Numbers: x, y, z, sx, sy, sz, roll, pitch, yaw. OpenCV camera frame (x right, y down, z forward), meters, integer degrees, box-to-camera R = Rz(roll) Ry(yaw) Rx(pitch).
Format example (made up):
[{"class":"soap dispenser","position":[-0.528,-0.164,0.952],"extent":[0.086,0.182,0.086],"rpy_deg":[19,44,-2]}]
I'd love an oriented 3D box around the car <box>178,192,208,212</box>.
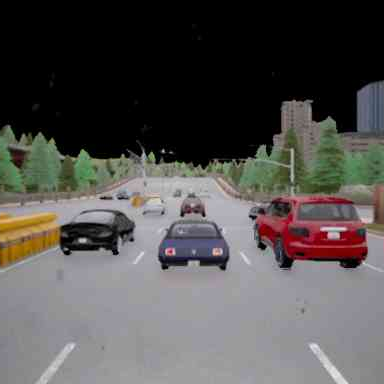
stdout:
[{"class":"car","position":[0.067,1.167,30.061],"extent":[2.097,1.767,4.553],"rpy_deg":[0,0,0]}]

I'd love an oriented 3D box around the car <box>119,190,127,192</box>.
[{"class":"car","position":[-17.663,0.263,83.962],"extent":[2.097,1.767,4.553],"rpy_deg":[0,4,0]}]

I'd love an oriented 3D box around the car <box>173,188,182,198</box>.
[{"class":"car","position":[-3.655,0.565,82.683],"extent":[2.128,1.511,4.902],"rpy_deg":[0,4,0]}]

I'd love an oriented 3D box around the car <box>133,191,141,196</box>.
[{"class":"car","position":[-14.163,0.449,83.964],"extent":[2.033,1.411,5.357],"rpy_deg":[0,4,0]}]

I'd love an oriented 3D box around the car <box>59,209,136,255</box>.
[{"class":"car","position":[-3.430,1.398,12.942],"extent":[1.882,1.535,5.008],"rpy_deg":[0,0,0]}]

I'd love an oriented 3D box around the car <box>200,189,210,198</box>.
[{"class":"car","position":[3.348,0.290,82.321],"extent":[2.150,2.045,5.566],"rpy_deg":[0,4,0]}]

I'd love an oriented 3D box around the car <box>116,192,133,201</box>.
[{"class":"car","position":[-14.067,1.166,68.413],"extent":[1.895,1.301,4.718],"rpy_deg":[0,0,0]}]

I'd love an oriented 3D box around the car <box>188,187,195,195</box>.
[{"class":"car","position":[-0.216,-0.287,92.718],"extent":[1.812,1.442,4.674],"rpy_deg":[0,7,0]}]

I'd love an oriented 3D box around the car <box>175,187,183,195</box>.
[{"class":"car","position":[-3.716,-0.271,92.698],"extent":[2.033,1.411,5.357],"rpy_deg":[0,7,0]}]

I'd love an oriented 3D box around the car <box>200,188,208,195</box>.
[{"class":"car","position":[3.283,-0.220,92.778],"extent":[1.895,1.301,4.718],"rpy_deg":[0,7,0]}]

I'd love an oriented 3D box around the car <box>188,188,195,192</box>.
[{"class":"car","position":[-0.155,0.565,82.705],"extent":[2.128,1.511,4.902],"rpy_deg":[0,4,0]}]

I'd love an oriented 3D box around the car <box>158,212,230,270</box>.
[{"class":"car","position":[0.062,1.534,10.714],"extent":[1.895,1.301,4.718],"rpy_deg":[0,0,0]}]

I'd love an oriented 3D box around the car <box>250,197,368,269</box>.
[{"class":"car","position":[3.559,1.154,11.002],"extent":[2.150,2.045,5.566],"rpy_deg":[0,0,0]}]

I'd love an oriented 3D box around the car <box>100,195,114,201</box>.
[{"class":"car","position":[-17.567,1.166,68.394],"extent":[1.895,1.301,4.718],"rpy_deg":[0,0,0]}]

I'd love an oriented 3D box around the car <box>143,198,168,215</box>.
[{"class":"car","position":[-3.429,1.333,31.349],"extent":[1.812,1.442,4.674],"rpy_deg":[0,0,0]}]
